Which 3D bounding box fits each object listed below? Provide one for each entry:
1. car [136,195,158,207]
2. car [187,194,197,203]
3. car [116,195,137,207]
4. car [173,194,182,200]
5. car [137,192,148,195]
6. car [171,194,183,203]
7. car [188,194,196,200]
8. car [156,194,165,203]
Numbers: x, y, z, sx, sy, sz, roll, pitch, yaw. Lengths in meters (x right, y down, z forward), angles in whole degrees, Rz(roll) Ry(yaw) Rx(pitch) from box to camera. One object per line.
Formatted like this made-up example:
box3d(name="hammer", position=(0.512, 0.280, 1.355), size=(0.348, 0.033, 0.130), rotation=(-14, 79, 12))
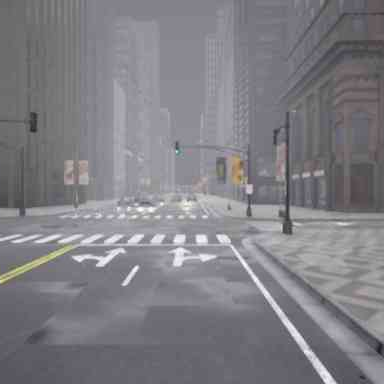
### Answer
box3d(name="car", position=(-6.580, 1.492, 49.036), size=(1.895, 1.301, 4.718), rotation=(0, 0, 0))
box3d(name="car", position=(-0.005, 1.197, 67.348), size=(2.097, 1.767, 4.553), rotation=(0, 0, 0))
box3d(name="car", position=(-9.824, 1.416, 49.535), size=(1.812, 1.442, 4.674), rotation=(0, 0, 0))
box3d(name="car", position=(-3.255, 1.152, 77.383), size=(1.837, 1.490, 4.892), rotation=(0, 0, 0))
box3d(name="car", position=(-9.763, 1.071, 65.682), size=(2.150, 2.045, 5.566), rotation=(0, 0, 0))
box3d(name="car", position=(-3.255, 1.406, 67.378), size=(1.994, 1.385, 4.181), rotation=(0, 0, 0))
box3d(name="car", position=(-0.006, 1.152, 77.383), size=(1.837, 1.490, 4.892), rotation=(0, 0, 0))
box3d(name="car", position=(-6.516, 1.205, 64.964), size=(2.097, 1.767, 4.553), rotation=(0, 0, 0))
